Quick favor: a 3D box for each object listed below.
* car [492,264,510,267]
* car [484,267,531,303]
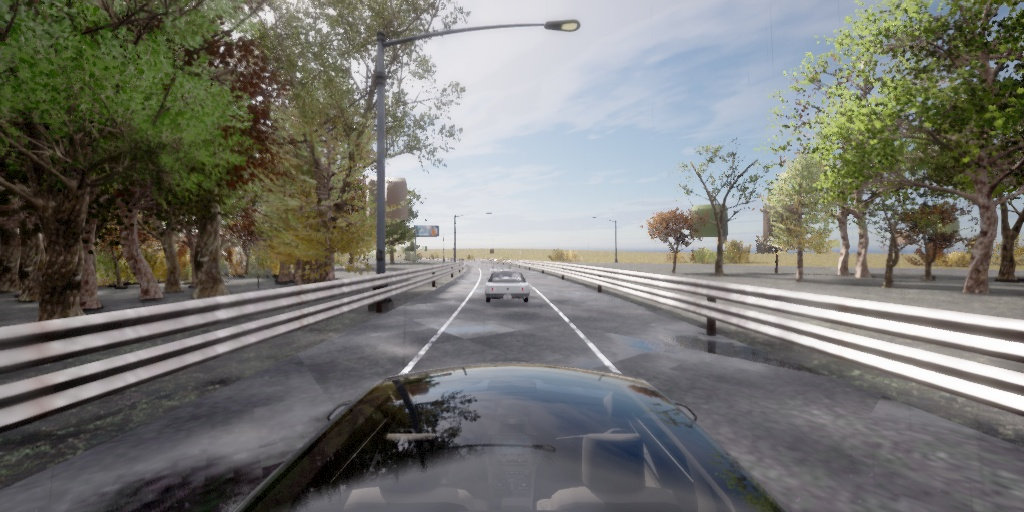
[{"bbox_3d":[-1.012,1.359,31.657,1.895,1.301,4.718,0,0,-4],"label":"car"},{"bbox_3d":[-0.254,1.360,16.613,1.895,1.301,4.718,0,0,-2],"label":"car"}]
